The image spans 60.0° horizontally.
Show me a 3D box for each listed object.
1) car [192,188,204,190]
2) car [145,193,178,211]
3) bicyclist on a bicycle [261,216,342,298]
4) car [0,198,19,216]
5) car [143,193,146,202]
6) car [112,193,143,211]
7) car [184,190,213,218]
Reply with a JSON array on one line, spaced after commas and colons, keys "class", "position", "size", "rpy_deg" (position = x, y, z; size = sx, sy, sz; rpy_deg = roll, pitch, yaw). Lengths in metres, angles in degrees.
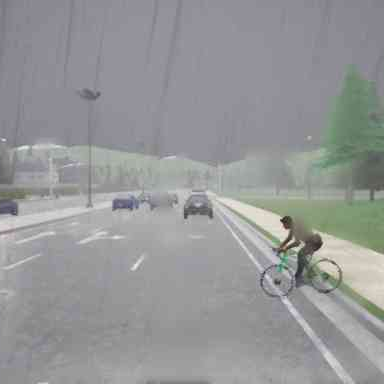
[{"class": "car", "position": [0.801, 0.560, 44.414], "size": [2.150, 2.045, 5.566], "rpy_deg": [0, 0, 1]}, {"class": "car", "position": [-2.909, 1.010, 32.603], "size": [2.128, 1.511, 4.902], "rpy_deg": [0, 1, 1]}, {"class": "bicyclist on a bicycle", "position": [2.139, 1.280, 6.659], "size": [1.656, 1.620, 0.582], "rpy_deg": [-7, 1, 1]}, {"class": "car", "position": [-14.606, 1.163, 24.537], "size": [1.812, 1.442, 4.674], "rpy_deg": [0, 1, 1]}, {"class": "car", "position": [-6.259, 0.887, 44.825], "size": [2.033, 1.411, 5.357], "rpy_deg": [0, 1, 1]}, {"class": "car", "position": [-6.409, 0.996, 32.629], "size": [1.882, 1.535, 5.008], "rpy_deg": [0, 1, 1]}, {"class": "car", "position": [0.514, 0.973, 25.884], "size": [2.097, 1.767, 4.553], "rpy_deg": [0, 1, 2]}]
